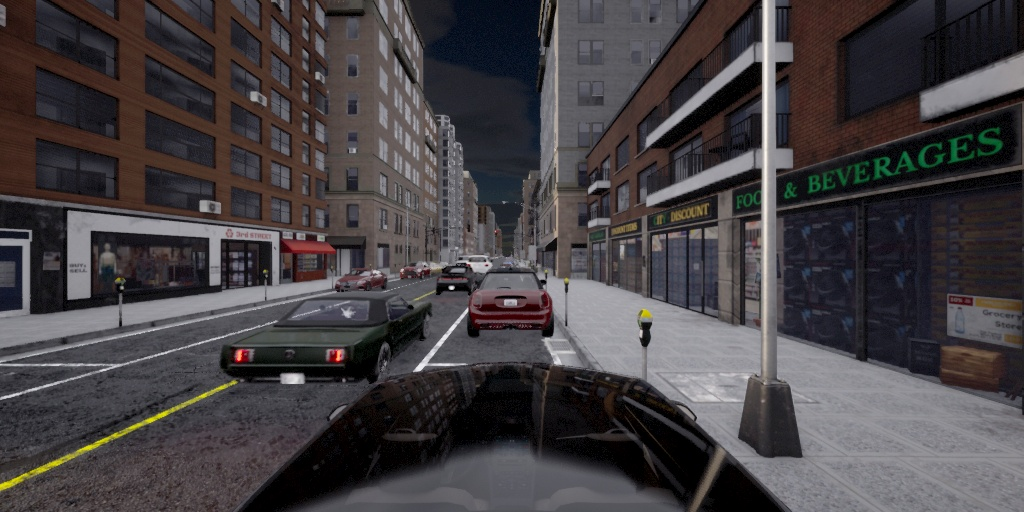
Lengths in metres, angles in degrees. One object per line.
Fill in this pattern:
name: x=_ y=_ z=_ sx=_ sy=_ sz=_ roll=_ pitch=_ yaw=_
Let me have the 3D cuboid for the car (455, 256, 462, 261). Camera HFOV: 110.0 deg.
car: x=-5.782 y=0.976 z=45.001 sx=2.150 sy=2.045 sz=5.566 roll=0 pitch=0 yaw=0

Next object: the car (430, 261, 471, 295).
car: x=-2.918 y=1.256 z=19.770 sx=1.837 sy=1.490 sz=4.892 roll=0 pitch=0 yaw=0

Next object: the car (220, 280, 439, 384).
car: x=-2.918 y=1.350 z=7.000 sx=1.895 sy=1.301 sz=4.718 roll=0 pitch=0 yaw=0

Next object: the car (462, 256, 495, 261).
car: x=-3.023 y=0.973 z=33.828 sx=2.150 sy=2.045 sz=5.566 roll=0 pitch=0 yaw=0

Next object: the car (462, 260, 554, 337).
car: x=-0.032 y=1.103 z=10.470 sx=2.097 sy=1.767 sz=4.553 roll=0 pitch=0 yaw=0

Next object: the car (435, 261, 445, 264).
car: x=-8.408 y=1.275 z=36.773 sx=1.751 sy=1.417 sz=4.829 roll=0 pitch=0 yaw=0

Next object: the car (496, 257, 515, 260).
car: x=-0.383 y=1.190 z=36.951 sx=1.967 sy=1.591 sz=4.097 roll=0 pitch=0 yaw=0

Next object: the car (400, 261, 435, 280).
car: x=-8.408 y=1.190 z=31.425 sx=1.967 sy=1.591 sz=4.097 roll=0 pitch=0 yaw=0

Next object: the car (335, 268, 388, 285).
car: x=-8.408 y=1.332 z=20.388 sx=1.802 sy=1.307 sz=4.207 roll=0 pitch=0 yaw=0
